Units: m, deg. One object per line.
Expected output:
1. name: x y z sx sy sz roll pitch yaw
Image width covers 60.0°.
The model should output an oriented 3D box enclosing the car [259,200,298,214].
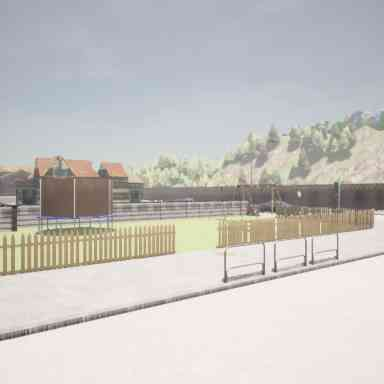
1. car: 8.949 1.564 34.807 1.994 1.385 4.181 0 0 -35

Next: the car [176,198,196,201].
1. car: -0.568 1.547 48.250 2.033 1.411 5.357 0 0 -35
